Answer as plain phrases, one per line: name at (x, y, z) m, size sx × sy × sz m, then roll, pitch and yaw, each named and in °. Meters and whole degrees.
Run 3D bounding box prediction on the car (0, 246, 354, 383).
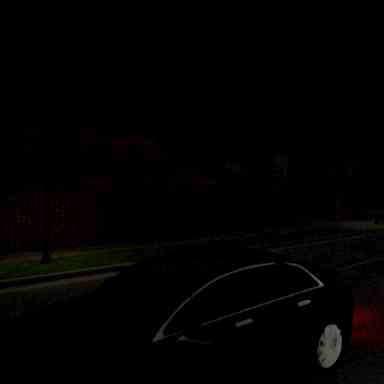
car at (0.054, 1.506, 4.031) m, size 4.892 × 1.490 × 1.837 m, roll 1°, pitch 0°, yaw -36°
